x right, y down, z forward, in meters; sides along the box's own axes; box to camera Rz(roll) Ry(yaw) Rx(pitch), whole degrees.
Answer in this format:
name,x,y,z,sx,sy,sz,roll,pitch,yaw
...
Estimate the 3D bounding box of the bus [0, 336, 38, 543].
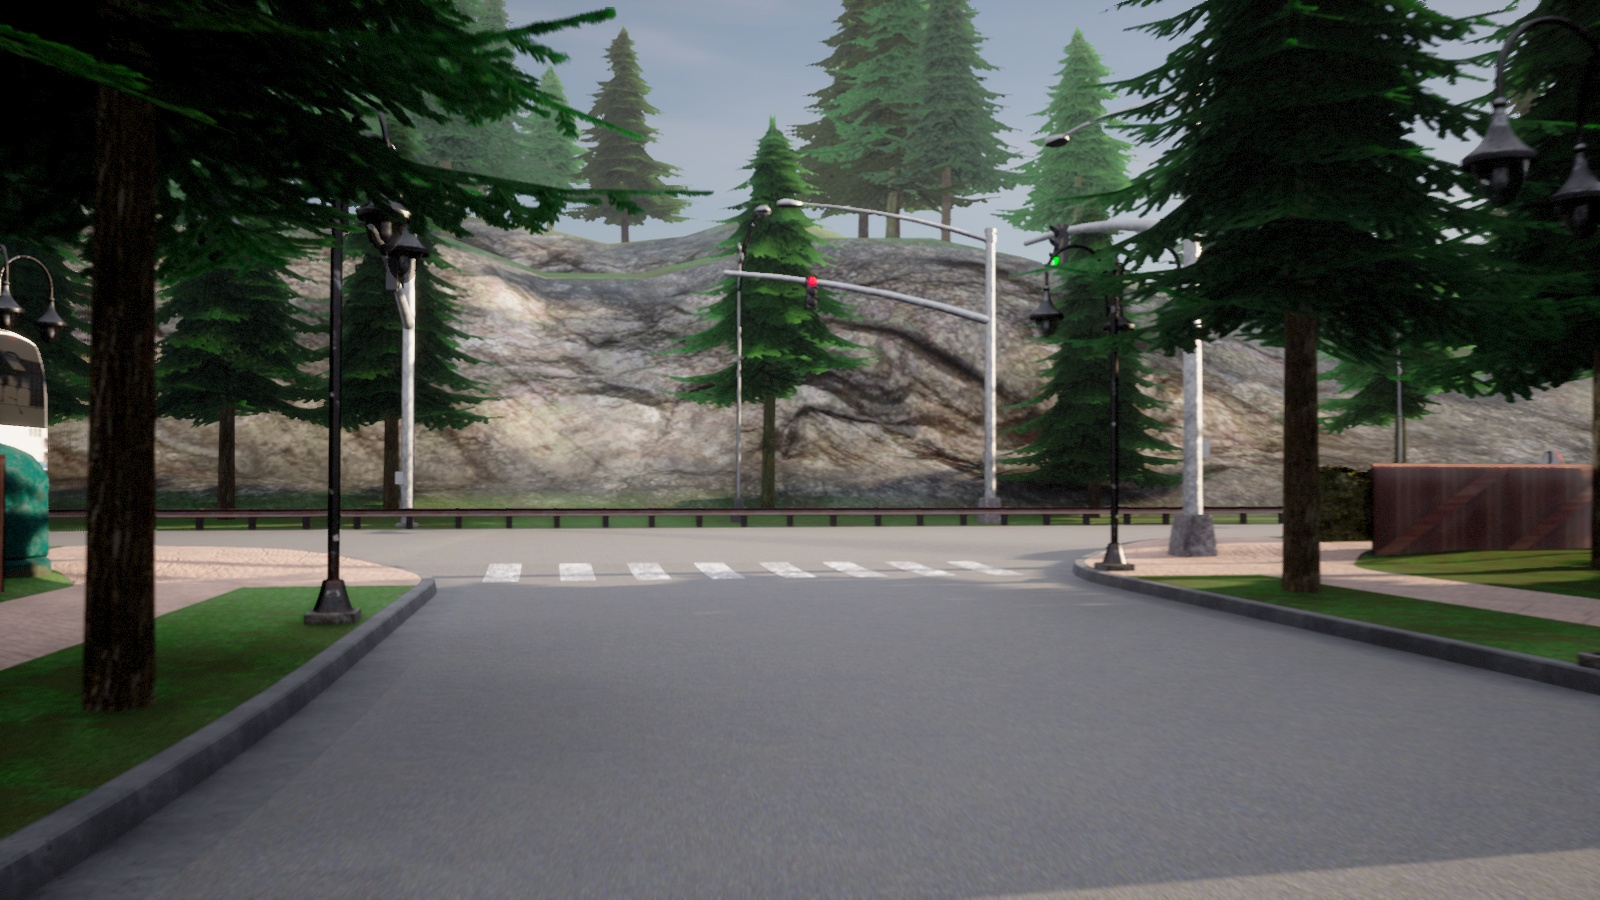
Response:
name,x,y,z,sx,sy,sz,roll,pitch,yaw
bus,-21.463,-0.209,24.759,10.273,4.253,3.944,0,-1,-12
